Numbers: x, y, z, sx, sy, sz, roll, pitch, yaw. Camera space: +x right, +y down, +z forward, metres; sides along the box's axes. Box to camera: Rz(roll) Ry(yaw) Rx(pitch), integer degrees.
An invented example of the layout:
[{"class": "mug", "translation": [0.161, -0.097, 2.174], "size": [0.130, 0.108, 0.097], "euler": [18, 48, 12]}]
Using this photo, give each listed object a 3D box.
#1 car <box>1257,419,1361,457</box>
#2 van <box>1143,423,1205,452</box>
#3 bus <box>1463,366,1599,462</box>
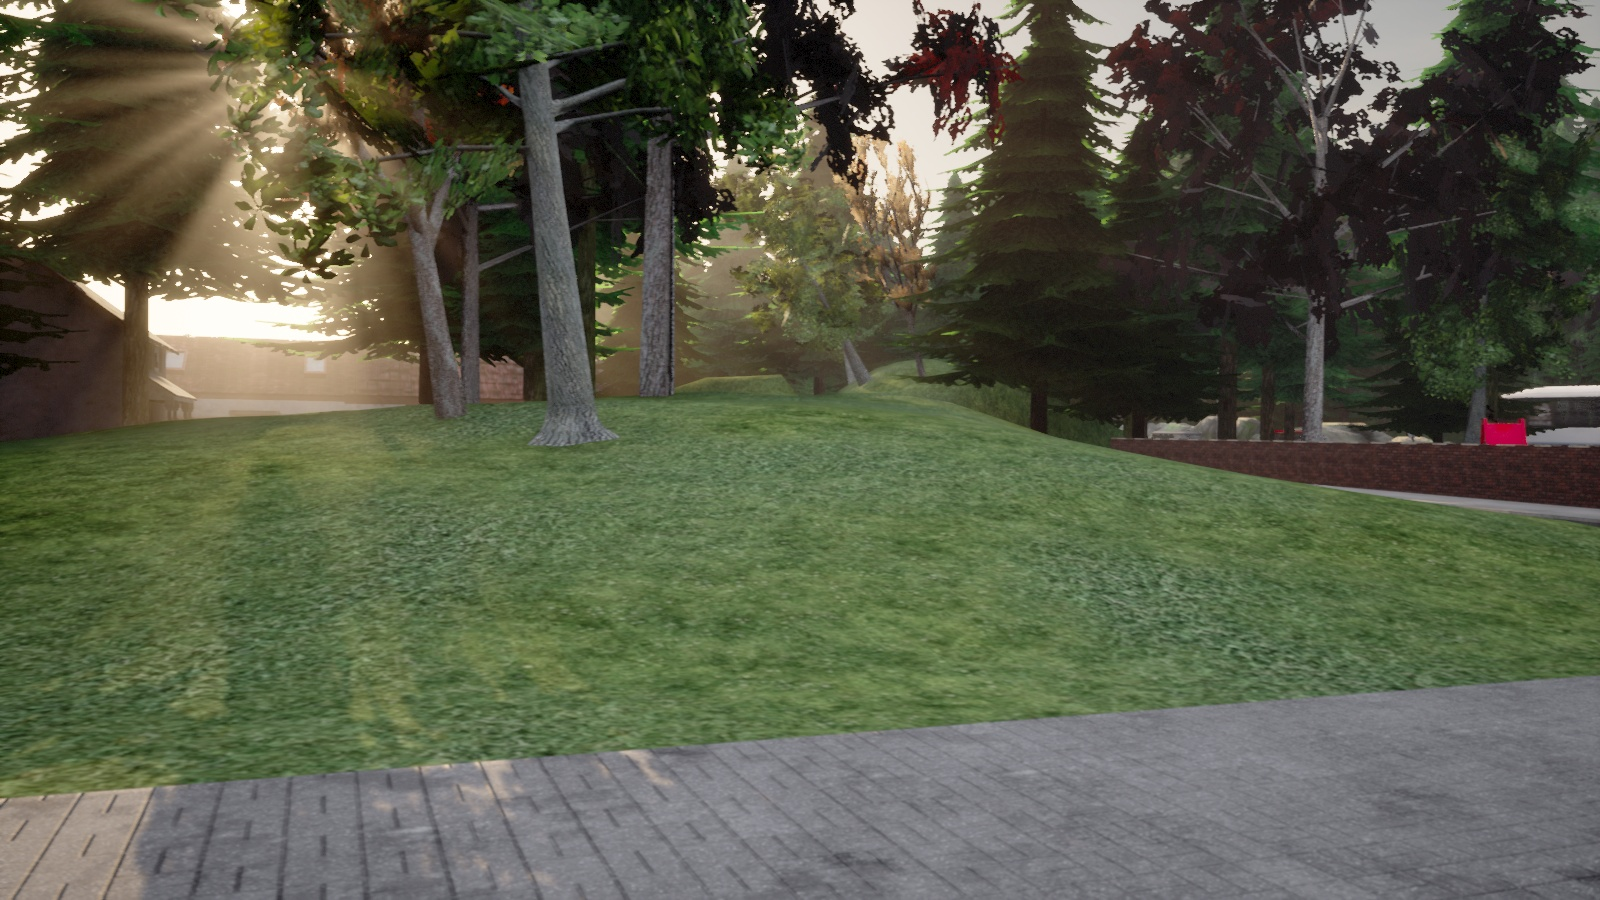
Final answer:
[{"class": "car", "translation": [28.190, -0.681, 69.815], "size": [2.150, 2.045, 5.566], "euler": [-1, 1, -21]}, {"class": "van", "translation": [25.887, -0.884, 87.125], "size": [1.775, 1.987, 4.442], "euler": [-1, 1, -21]}, {"class": "bus", "translation": [36.760, -1.667, 58.535], "size": [3.944, 4.253, 10.273], "euler": [-1, 1, -21]}]
